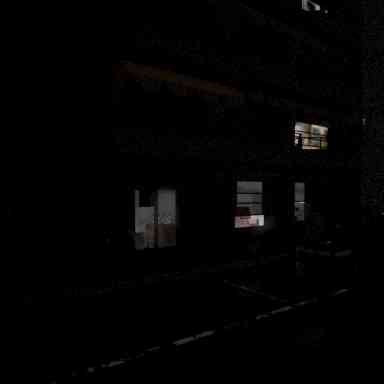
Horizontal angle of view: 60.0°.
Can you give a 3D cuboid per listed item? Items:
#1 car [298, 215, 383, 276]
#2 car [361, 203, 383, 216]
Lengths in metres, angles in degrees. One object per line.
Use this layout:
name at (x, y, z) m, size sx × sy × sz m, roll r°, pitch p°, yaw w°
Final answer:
car at (5.071, 1.582, 10.257) m, size 4.206 × 1.307 × 1.802 m, roll 0°, pitch 0°, yaw -36°
car at (16.312, 1.796, 32.853) m, size 2.128 × 1.511 × 4.902 m, roll 0°, pitch -1°, yaw -36°
